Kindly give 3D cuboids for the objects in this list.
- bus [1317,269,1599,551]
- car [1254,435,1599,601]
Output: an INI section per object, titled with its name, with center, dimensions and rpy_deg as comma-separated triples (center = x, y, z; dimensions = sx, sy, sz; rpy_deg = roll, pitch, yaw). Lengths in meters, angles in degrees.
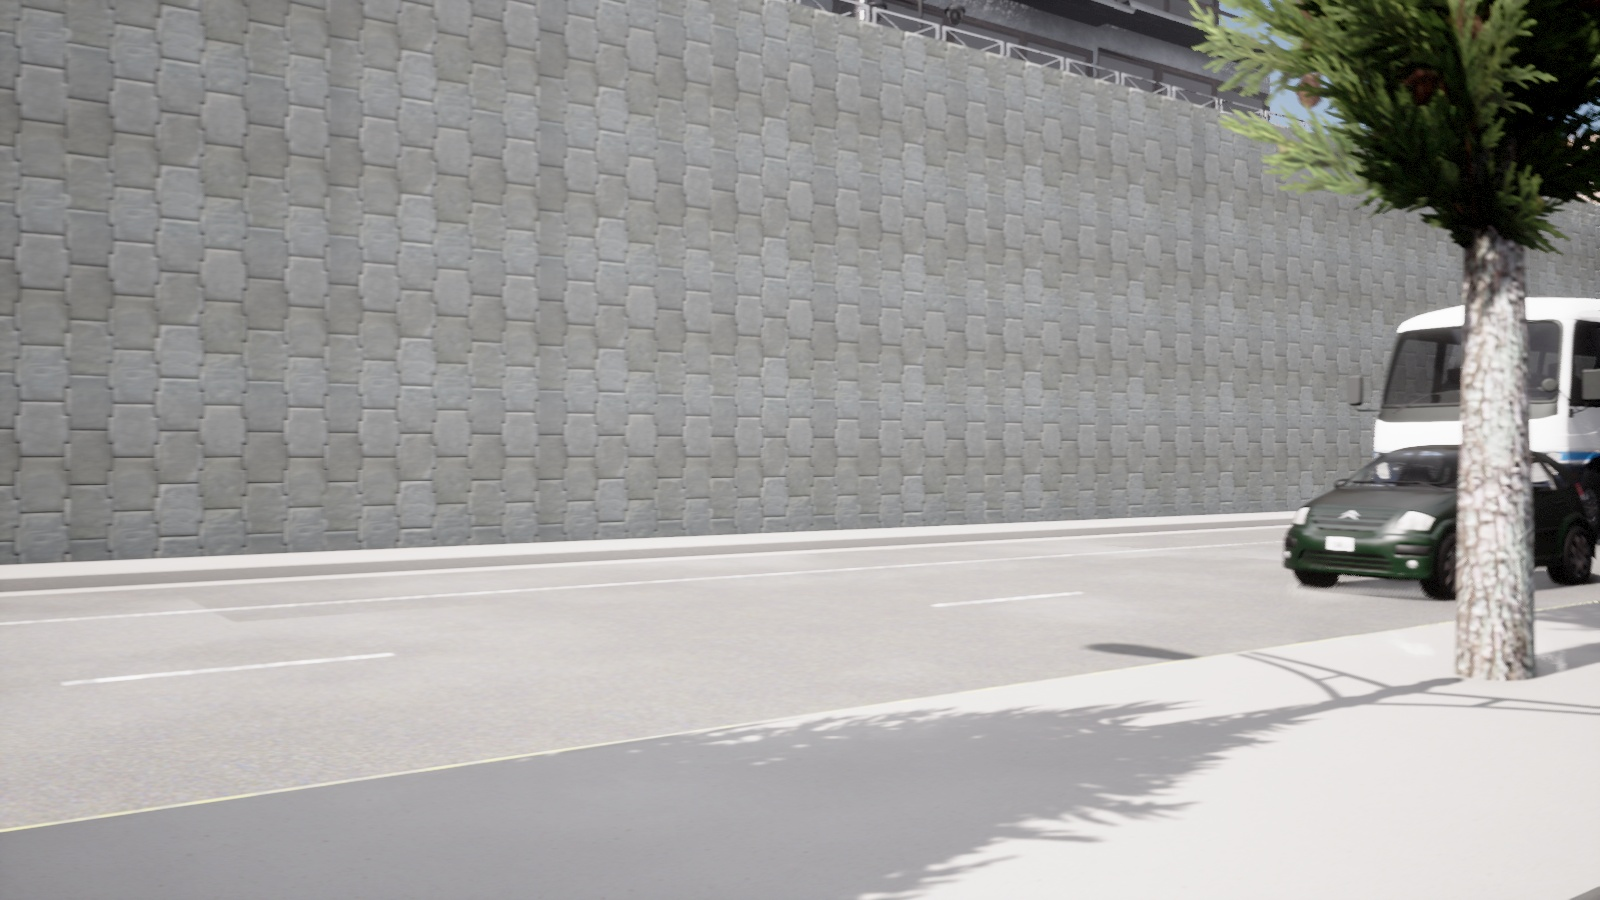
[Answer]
[bus]
center = 14.478, -0.605, 23.489
dimensions = 10.273, 4.253, 3.944
rpy_deg = 0, 0, -35
[car]
center = 7.126, 0.662, 14.102
dimensions = 3.988, 1.617, 1.851
rpy_deg = 0, 0, -35
